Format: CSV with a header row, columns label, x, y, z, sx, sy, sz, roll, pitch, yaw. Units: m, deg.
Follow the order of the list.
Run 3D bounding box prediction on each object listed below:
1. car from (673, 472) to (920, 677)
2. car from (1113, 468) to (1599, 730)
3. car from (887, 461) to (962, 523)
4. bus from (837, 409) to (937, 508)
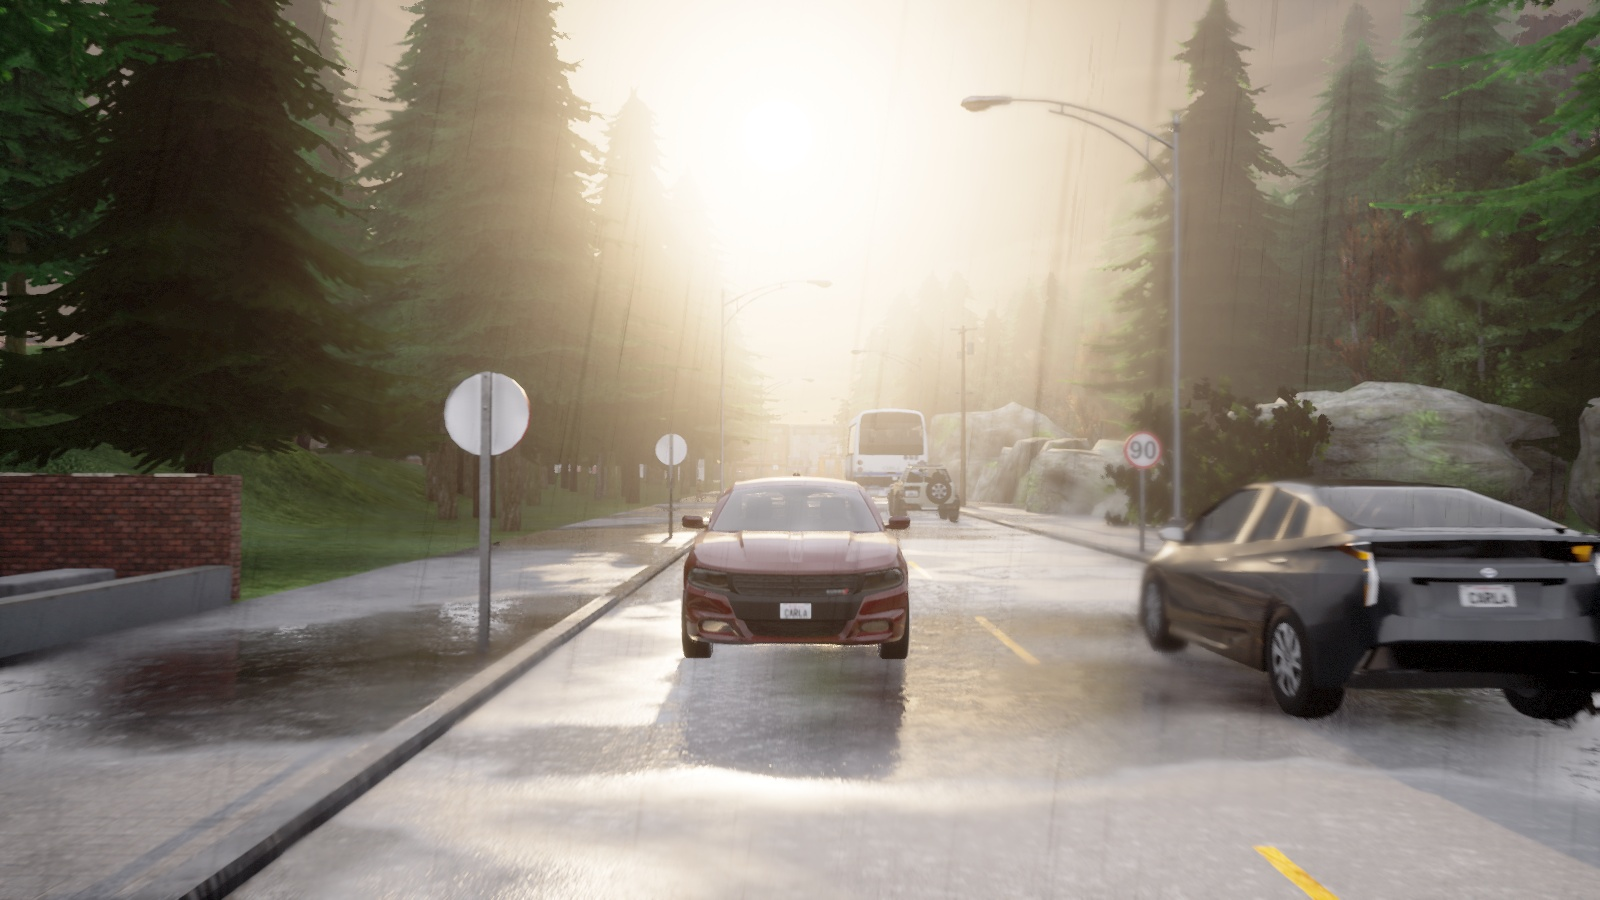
label,x,y,z,sx,sy,sz,roll,pitch,yaw
car,-0.031,0.995,12.099,1.882,1.535,5.008,0,-1,0
car,3.975,0.907,9.607,2.007,1.525,4.514,0,-1,0
car,3.909,1.290,40.157,1.932,1.855,4.605,0,-1,0
bus,3.882,0.413,59.149,3.944,4.253,10.273,0,-1,0
